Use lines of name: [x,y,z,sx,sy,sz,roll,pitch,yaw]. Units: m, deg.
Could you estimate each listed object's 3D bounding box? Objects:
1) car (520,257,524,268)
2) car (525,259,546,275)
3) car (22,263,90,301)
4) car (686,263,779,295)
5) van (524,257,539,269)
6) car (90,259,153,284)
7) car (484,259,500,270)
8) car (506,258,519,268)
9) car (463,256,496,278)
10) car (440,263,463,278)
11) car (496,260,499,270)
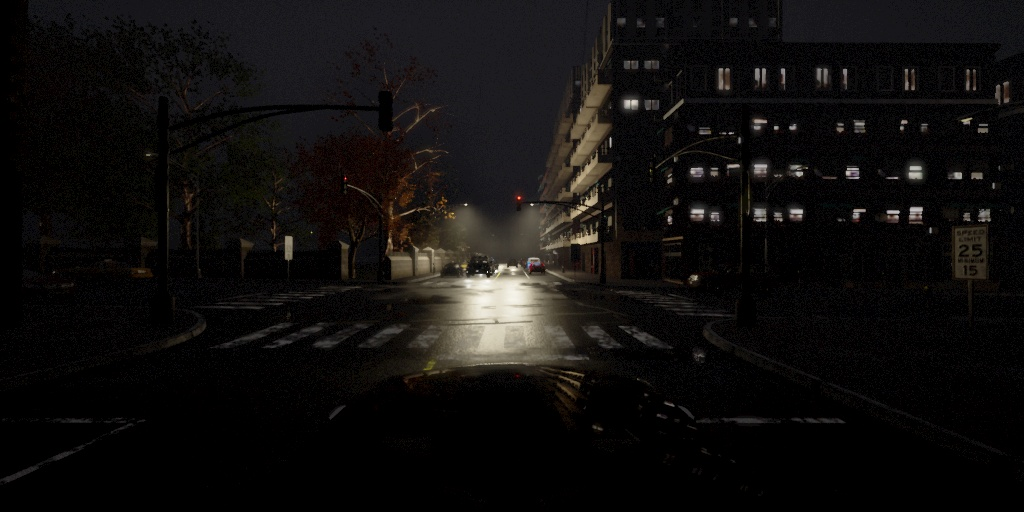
car: [2.764,1.230,56.842,1.967,1.591,4.097,0,0,0]
car: [2.741,1.314,39.951,1.888,1.381,4.507,0,0,0]
car: [-18.947,1.007,13.319,4.207,1.307,1.802,0,0,0]
car: [13.476,1.353,21.966,5.009,1.841,2.192,0,0,0]
van: [2.749,1.116,45.581,1.690,1.789,3.998,0,0,0]
car: [-24.717,0.883,21.652,4.829,1.417,1.751,0,0,0]
car: [-3.019,1.279,54.970,2.128,1.511,4.902,0,0,0]
car: [0.080,1.304,62.625,1.837,1.490,4.892,0,0,0]
car: [-3.042,0.986,34.619,2.150,2.045,5.566,0,0,1]
car: [-5.647,1.330,34.332,1.948,1.339,4.313,0,0,0]
car: [-3.040,1.322,44.871,2.033,1.411,5.357,0,0,0]
